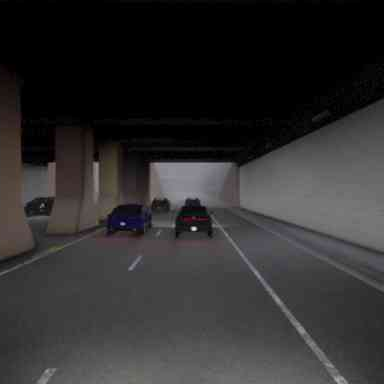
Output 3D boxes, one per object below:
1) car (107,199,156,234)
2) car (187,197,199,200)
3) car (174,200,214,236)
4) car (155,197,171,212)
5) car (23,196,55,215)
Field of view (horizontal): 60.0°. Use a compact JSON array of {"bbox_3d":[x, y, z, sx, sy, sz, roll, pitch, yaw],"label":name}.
[{"bbox_3d":[-3.403,1.403,18.810,1.882,1.535,5.008,0,0,0],"label":"car"},{"bbox_3d":[0.095,1.331,40.460,2.128,1.511,4.902,0,0,0],"label":"car"},{"bbox_3d":[0.095,1.435,17.854,1.837,1.490,4.892,0,0,0],"label":"car"},{"bbox_3d":[-3.405,1.346,36.825,2.128,1.511,4.902,0,0,0],"label":"car"},{"bbox_3d":[-14.098,1.229,31.454,2.097,1.767,4.553,0,0,0],"label":"car"}]
